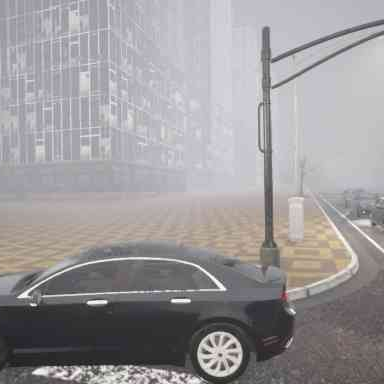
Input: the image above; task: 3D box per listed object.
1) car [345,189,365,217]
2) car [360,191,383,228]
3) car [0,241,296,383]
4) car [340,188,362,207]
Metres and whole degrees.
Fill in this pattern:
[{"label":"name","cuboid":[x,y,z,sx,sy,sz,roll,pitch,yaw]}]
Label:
[{"label":"car","cuboid":[11.081,0.759,20.694,1.994,1.385,4.181,-1,2,17]},{"label":"car","cuboid":[9.030,0.928,14.400,2.128,1.511,4.902,-1,2,18]},{"label":"car","cuboid":[-1.062,1.505,4.767,4.892,1.490,1.837,0,0,0]},{"label":"car","cuboid":[13.077,0.454,26.757,2.128,1.511,4.902,-1,2,18]}]
